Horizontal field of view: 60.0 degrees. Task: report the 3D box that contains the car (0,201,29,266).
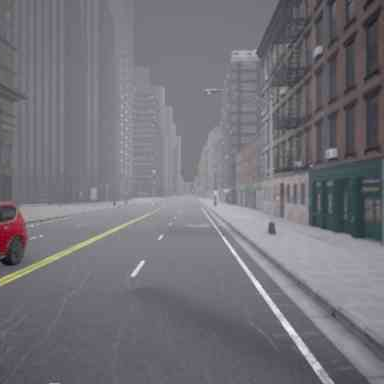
[{"bbox_3d":[-6.556,1.283,8.895,2.150,2.045,5.566,0,-1,0],"label":"car"}]
